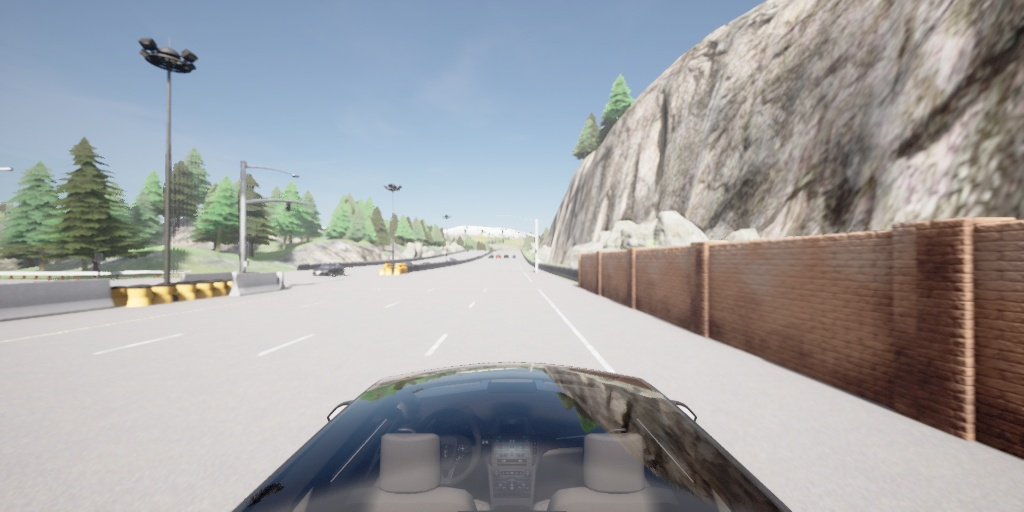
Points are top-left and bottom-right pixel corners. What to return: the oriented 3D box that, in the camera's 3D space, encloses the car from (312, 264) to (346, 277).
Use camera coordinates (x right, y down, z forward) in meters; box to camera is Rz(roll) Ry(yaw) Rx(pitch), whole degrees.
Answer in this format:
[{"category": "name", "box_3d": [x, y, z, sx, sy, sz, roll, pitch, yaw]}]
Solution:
[{"category": "car", "box_3d": [-20.968, 1.656, 41.208, 2.128, 1.511, 4.902, 0, 0, 0]}]
